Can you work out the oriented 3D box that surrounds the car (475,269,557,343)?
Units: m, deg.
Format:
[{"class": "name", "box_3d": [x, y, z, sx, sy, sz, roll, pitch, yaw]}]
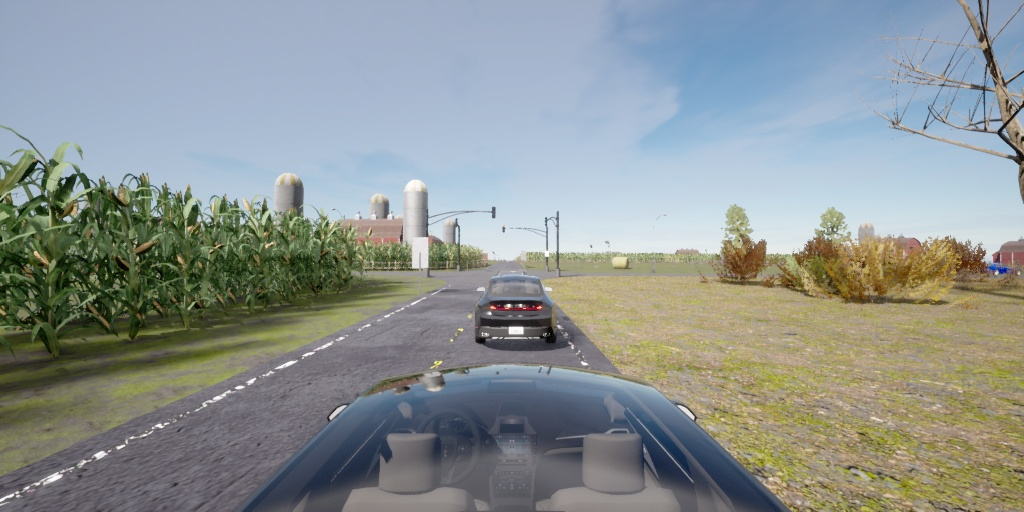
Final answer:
[{"class": "car", "box_3d": [0.079, 1.259, 9.662, 1.837, 1.490, 4.892, 0, 0, 0]}]

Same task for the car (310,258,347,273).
[{"class": "car", "box_3d": [-19.832, 0.930, 37.646, 4.553, 1.767, 2.097, 0, -1, -3]}]

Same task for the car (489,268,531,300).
[{"class": "car", "box_3d": [0.031, 1.360, 18.813, 1.895, 1.301, 4.718, 0, 0, 4]}]

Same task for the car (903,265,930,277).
[{"class": "car", "box_3d": [48.555, 1.768, 42.531, 4.181, 1.385, 1.994, 1, -1, -5]}]
